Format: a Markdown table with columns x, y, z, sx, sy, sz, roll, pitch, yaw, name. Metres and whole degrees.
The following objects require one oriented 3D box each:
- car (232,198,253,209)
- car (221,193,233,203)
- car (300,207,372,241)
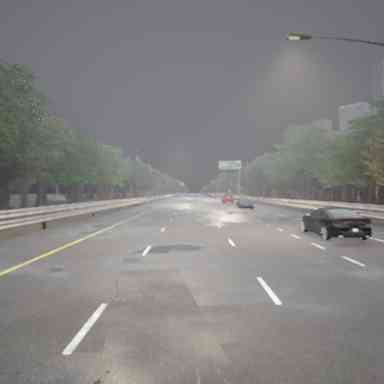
| x | y | z | sx | sy | sz | roll | pitch | yaw | name |
| --- | --- | --- | --- | --- | --- | --- | --- | --- | --- |
| 7.110 | 1.603 | 45.435 | 1.994 | 1.385 | 4.181 | 0 | 0 | 0 | car |
| 7.249 | 1.279 | 68.252 | 2.150 | 2.045 | 5.566 | 0 | 0 | 0 | car |
| 7.013 | 1.505 | 16.748 | 1.882 | 1.535 | 5.008 | 0 | 0 | 0 | car |
